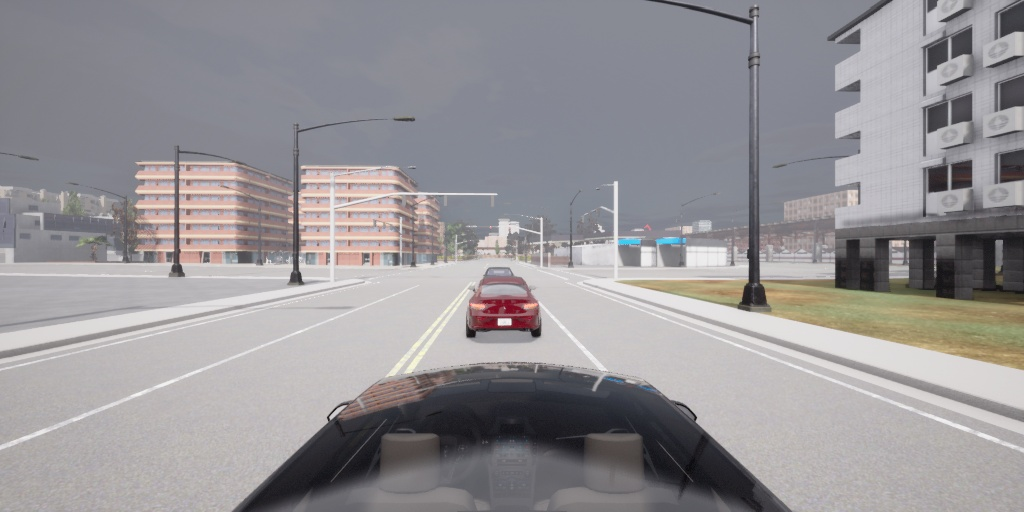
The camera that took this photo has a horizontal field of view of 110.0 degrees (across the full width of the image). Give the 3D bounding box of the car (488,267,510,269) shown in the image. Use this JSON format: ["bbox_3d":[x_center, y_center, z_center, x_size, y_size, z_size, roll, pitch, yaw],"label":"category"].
[{"bbox_3d":[-0.720,1.297,19.706,2.033,1.411,5.357,0,0,-3],"label":"car"}]

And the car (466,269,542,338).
[{"bbox_3d":[-0.265,1.276,10.132,1.812,1.442,4.674,0,0,-3],"label":"car"}]
